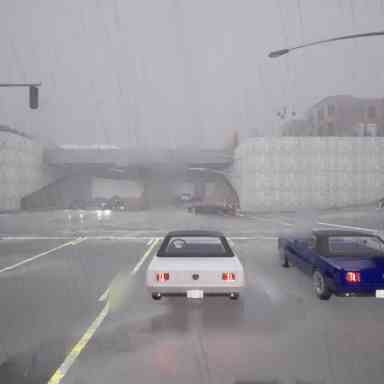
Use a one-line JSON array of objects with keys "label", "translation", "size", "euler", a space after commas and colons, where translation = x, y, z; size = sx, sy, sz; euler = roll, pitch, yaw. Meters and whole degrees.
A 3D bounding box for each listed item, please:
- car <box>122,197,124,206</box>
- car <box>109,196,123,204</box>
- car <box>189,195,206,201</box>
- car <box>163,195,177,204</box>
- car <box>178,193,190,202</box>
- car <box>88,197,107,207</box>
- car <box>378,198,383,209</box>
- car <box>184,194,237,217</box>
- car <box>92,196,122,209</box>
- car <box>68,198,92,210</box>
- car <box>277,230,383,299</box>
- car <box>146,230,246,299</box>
[{"label": "car", "translation": [-11.530, 1.547, 54.185], "size": [2.033, 1.411, 5.357], "euler": [0, 0, -1]}, {"label": "car", "translation": [-15.265, 1.526, 66.779], "size": [1.812, 1.442, 4.674], "euler": [0, 0, -1]}, {"label": "car", "translation": [1.425, 1.536, 85.540], "size": [2.033, 1.411, 5.357], "euler": [0, 0, 28]}, {"label": "car", "translation": [-4.615, 1.352, 65.245], "size": [2.097, 1.767, 4.553], "euler": [0, 0, -1]}, {"label": "car", "translation": [-1.272, 1.224, 75.473], "size": [2.150, 2.045, 5.566], "euler": [0, 0, 6]}, {"label": "car", "translation": [-15.004, 1.526, 53.159], "size": [1.812, 1.442, 4.674], "euler": [0, 0, -1]}, {"label": "car", "translation": [18.508, 0.539, 28.510], "size": [4.902, 1.511, 2.128], "euler": [-9, 0, 0]}, {"label": "car", "translation": [1.905, 1.352, 31.502], "size": [4.553, 1.767, 2.097], "euler": [0, 0, 39]}, {"label": "car", "translation": [-11.293, 1.491, 44.548], "size": [2.128, 1.511, 4.902], "euler": [0, 0, -1]}, {"label": "car", "translation": [-14.783, 1.526, 44.111], "size": [1.812, 1.442, 4.674], "euler": [0, 0, -2]}, {"label": "car", "translation": [3.578, 1.601, 8.391], "size": [1.895, 1.301, 4.718], "euler": [0, 0, 0]}, {"label": "car", "translation": [0.078, 1.601, 8.380], "size": [1.895, 1.301, 4.718], "euler": [0, 0, 0]}]
